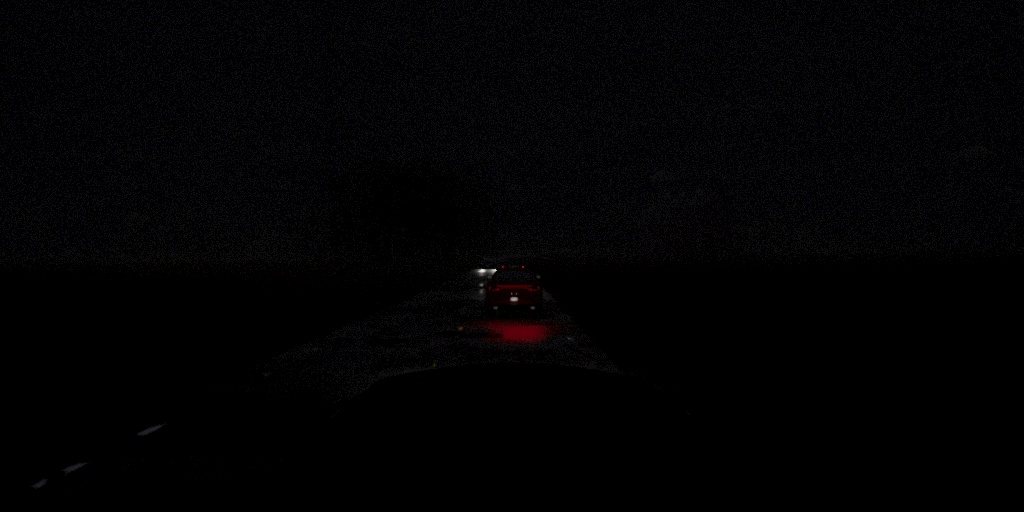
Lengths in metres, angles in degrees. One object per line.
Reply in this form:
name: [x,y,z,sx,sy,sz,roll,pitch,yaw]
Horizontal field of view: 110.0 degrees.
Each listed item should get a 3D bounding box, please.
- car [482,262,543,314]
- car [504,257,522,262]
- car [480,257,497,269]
car: [0.078,1.158,13.504,1.882,1.535,5.008,0,0,0]
car: [0.081,0.878,29.713,2.097,1.767,4.553,0,1,0]
car: [-2.843,0.867,44.483,1.812,1.442,4.674,0,0,0]
